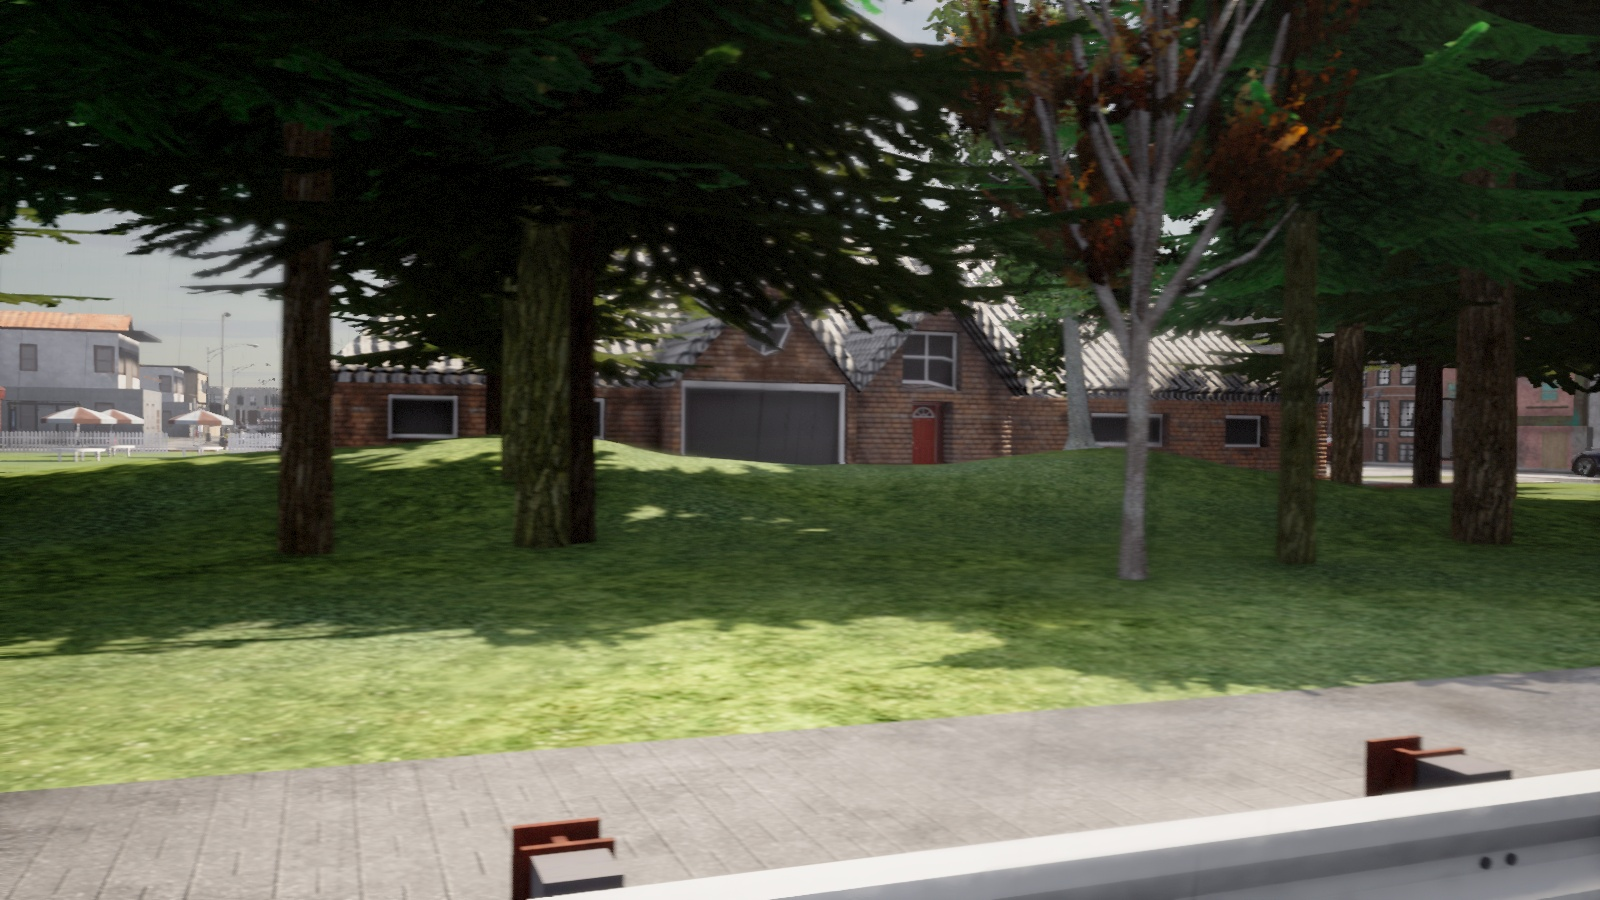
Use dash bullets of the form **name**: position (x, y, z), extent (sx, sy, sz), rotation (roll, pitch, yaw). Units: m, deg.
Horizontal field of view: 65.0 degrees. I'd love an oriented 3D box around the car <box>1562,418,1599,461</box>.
- **car**: position (32.346, -0.410, 48.445), extent (2.033, 1.649, 4.856), rotation (-1, 1, -20)
